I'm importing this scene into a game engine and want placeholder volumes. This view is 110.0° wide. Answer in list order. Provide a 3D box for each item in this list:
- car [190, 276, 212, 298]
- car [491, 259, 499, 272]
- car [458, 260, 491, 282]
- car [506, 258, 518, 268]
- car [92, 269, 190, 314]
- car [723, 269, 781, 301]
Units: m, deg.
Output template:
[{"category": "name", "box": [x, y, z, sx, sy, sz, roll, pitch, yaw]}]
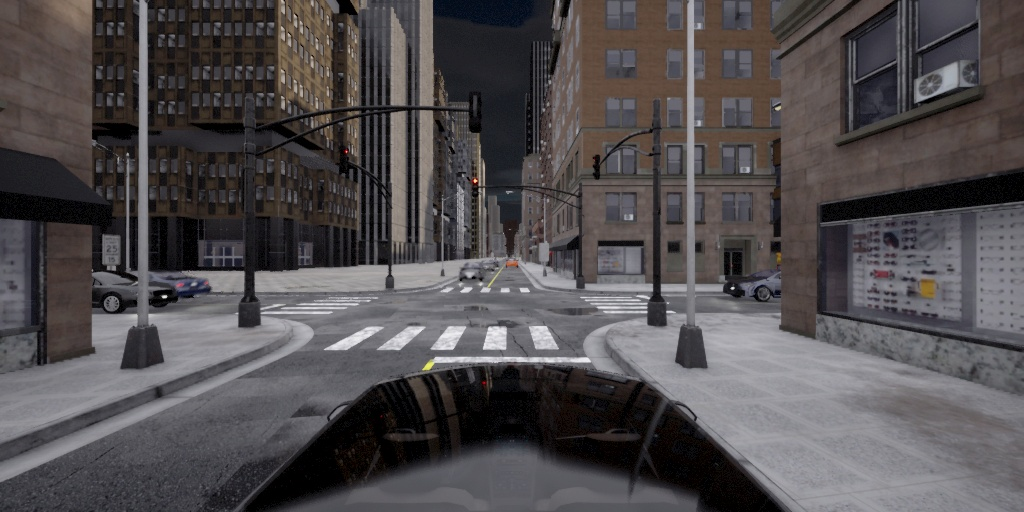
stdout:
[{"category": "car", "box": [-16.605, 1.306, 16.127, 5.357, 1.411, 2.033, 0, 0, 5]}, {"category": "car", "box": [-3.176, 1.243, 45.650, 2.128, 1.511, 4.902, 0, 0, 0]}, {"category": "car", "box": [-3.150, 1.241, 29.019, 2.128, 1.511, 4.902, 0, 0, 0]}, {"category": "car", "box": [-0.015, 1.101, 61.649, 2.097, 1.767, 4.553, 0, 0, 0]}, {"category": "car", "box": [-15.257, 1.259, 13.222, 4.892, 1.490, 1.837, 0, 0, 0]}, {"category": "car", "box": [12.222, 1.313, 16.654, 4.181, 1.385, 1.994, 0, 0, -1]}]
